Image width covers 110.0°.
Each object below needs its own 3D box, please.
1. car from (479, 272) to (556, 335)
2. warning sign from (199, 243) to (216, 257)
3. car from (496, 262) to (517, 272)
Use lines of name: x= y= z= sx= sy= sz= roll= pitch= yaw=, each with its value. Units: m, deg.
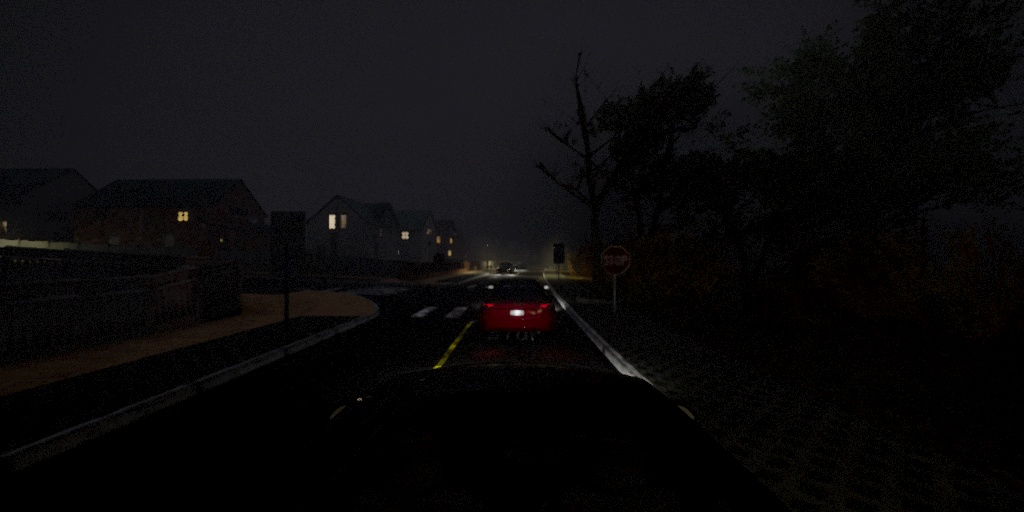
car: x=0.182 y=1.352 z=10.673 sx=1.994 sy=1.385 sz=4.181 roll=0 pitch=0 yaw=2
warning sign: x=-19.638 y=0.090 z=23.155 sx=1.060 sy=1.860 sz=1.300 roll=0 pitch=0 yaw=1
car: x=-0.843 y=1.508 z=44.615 sx=1.837 sy=1.490 sz=4.892 roll=0 pitch=0 yaw=5
